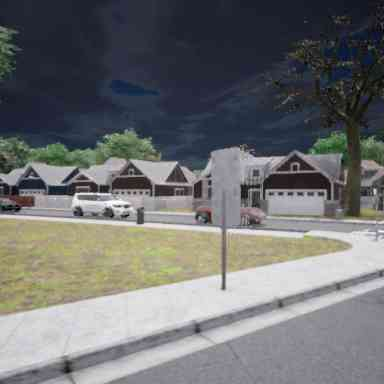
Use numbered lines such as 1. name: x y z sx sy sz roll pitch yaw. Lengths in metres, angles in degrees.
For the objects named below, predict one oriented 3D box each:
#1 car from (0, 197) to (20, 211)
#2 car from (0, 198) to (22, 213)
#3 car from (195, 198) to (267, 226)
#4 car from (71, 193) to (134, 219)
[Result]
1. car: -22.586 1.361 38.573 5.357 1.411 2.033 0 0 28
2. car: -19.417 1.423 33.692 4.718 1.301 1.895 0 0 28
3. car: 2.536 1.256 21.734 4.553 1.767 2.097 0 0 30
4. car: -7.452 1.087 27.364 5.566 2.045 2.150 0 0 29
